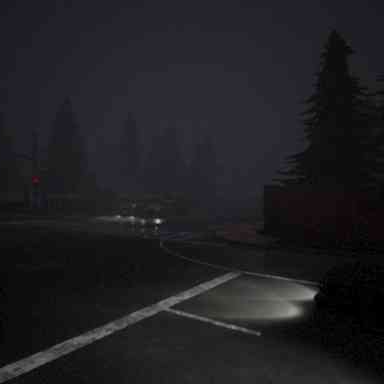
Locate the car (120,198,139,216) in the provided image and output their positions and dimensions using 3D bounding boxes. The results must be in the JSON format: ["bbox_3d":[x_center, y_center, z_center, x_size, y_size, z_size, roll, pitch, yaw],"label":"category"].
[{"bbox_3d":[-4.975,1.366,32.874,2.097,1.767,4.553,0,0,35],"label":"car"}]

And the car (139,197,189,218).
[{"bbox_3d":[-2.244,1.490,30.678,1.882,1.535,5.008,0,0,35],"label":"car"}]

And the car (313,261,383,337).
[{"bbox_3d":[4.731,1.547,4.890,5.357,1.411,2.033,0,0,36],"label":"car"}]
